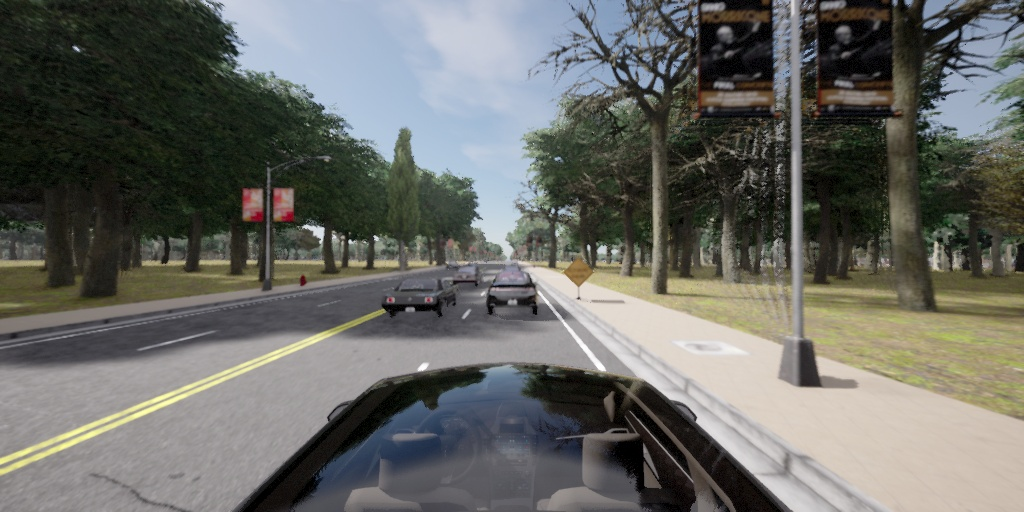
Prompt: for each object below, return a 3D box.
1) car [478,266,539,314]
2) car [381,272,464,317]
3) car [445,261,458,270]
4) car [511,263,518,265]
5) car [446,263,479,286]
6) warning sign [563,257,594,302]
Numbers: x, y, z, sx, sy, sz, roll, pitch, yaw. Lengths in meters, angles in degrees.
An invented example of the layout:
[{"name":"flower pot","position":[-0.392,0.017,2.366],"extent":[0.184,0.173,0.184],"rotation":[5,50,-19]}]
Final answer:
[{"name":"car","position":[0.036,1.341,14.242],"extent":[2.128,1.511,4.902],"rotation":[0,0,0]},{"name":"car","position":[-3.217,1.446,13.640],"extent":[1.895,1.301,4.718],"rotation":[0,0,0]},{"name":"car","position":[-9.969,1.604,60.472],"extent":[1.812,1.442,4.674],"rotation":[0,0,0]},{"name":"car","position":[0.006,1.519,29.524],"extent":[1.994,1.385,4.181],"rotation":[0,0,0]},{"name":"car","position":[-3.257,1.487,27.072],"extent":[2.033,1.411,5.357],"rotation":[0,0,0]},{"name":"warning sign","position":[2.840,0.973,15.287],"extent":[1.300,1.860,1.060],"rotation":[0,0,0]}]
